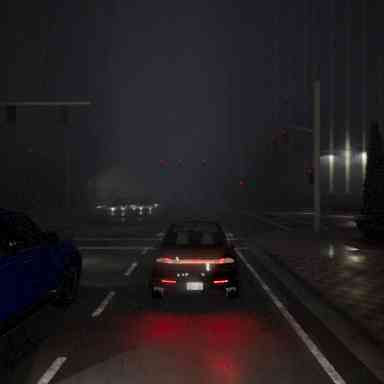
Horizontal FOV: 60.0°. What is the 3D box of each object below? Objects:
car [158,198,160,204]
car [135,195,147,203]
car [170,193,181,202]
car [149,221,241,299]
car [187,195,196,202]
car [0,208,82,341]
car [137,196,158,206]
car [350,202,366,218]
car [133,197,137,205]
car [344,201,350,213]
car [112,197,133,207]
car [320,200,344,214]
[{"bbox_3d":[-7.168,1.564,62.884,1.994,1.385,4.181,0,0,0],"label":"car"},{"bbox_3d":[-10.623,1.477,69.758,1.882,1.535,5.008,0,0,0],"label":"car"},{"bbox_3d":[-3.613,1.225,73.496,2.150,2.045,5.566,0,0,0],"label":"car"},{"bbox_3d":[0.078,1.492,8.454,2.128,1.511,4.902,0,0,1],"label":"car"},{"bbox_3d":[-0.133,1.429,75.500,1.837,1.490,4.892,0,0,0],"label":"car"},{"bbox_3d":[-3.451,1.221,4.822,2.150,2.045,5.566,0,0,1],"label":"car"},{"bbox_3d":[-7.182,1.505,53.975,1.837,1.490,4.892,0,0,0],"label":"car"},{"bbox_3d":[16.342,1.491,27.693,4.902,1.511,2.128,0,0,-1],"label":"car"},{"bbox_3d":[-10.674,1.601,59.316,1.895,1.301,4.718,0,0,0],"label":"car"},{"bbox_3d":[17.480,1.505,31.407,4.892,1.490,1.837,0,0,-1],"label":"car"},{"bbox_3d":[-10.687,1.526,50.207,1.812,1.442,4.674,0,0,0],"label":"car"},{"bbox_3d":[15.232,1.564,34.882,4.181,1.385,1.994,0,0,-1],"label":"car"}]
